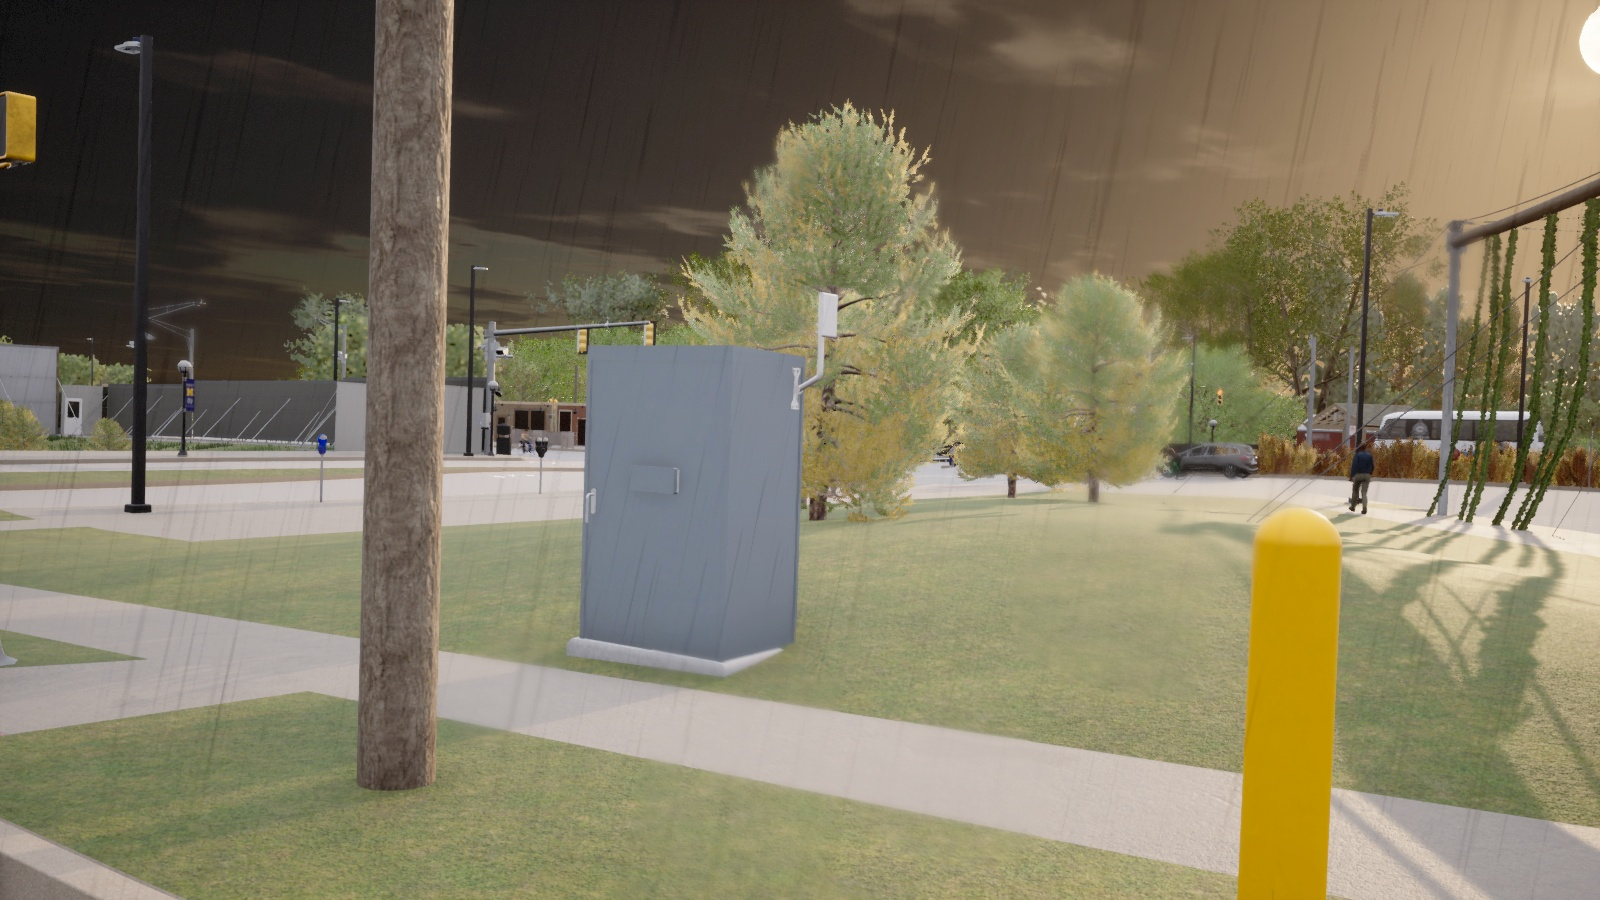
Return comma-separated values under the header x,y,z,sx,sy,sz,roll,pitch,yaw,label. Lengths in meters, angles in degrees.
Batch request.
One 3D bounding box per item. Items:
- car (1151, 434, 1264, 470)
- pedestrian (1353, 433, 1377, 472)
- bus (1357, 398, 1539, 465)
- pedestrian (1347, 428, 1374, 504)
x,y,z,sx,sy,sz,roll,pitch,yaw,label
19.299,0.091,59.531,4.611,1.667,2.242,0,1,34,car
27.749,0.092,61.690,0.563,1.883,0.849,-1,2,-43,pedestrian
43.327,-1.272,84.136,10.273,4.253,3.944,1,2,36,bus
13.821,0.383,30.985,0.370,1.835,0.726,1,2,8,pedestrian
